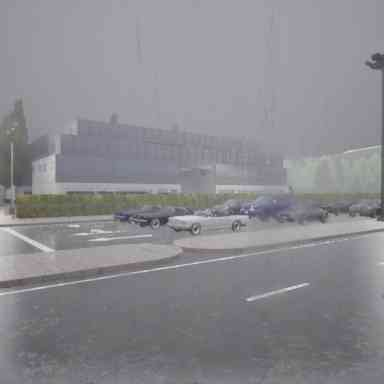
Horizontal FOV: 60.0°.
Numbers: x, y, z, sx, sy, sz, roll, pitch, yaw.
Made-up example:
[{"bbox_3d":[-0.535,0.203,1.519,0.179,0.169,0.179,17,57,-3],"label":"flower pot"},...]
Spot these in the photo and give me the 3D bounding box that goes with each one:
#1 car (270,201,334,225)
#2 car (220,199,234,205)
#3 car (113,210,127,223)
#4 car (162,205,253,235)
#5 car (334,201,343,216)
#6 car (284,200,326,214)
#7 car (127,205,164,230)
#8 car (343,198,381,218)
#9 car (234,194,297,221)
[{"bbox_3d":[7.955,1.564,23.952,4.181,1.385,1.994,0,0,-36],"label":"car"},{"bbox_3d":[3.879,1.352,29.643,4.553,1.767,2.097,0,0,-36],"label":"car"},{"bbox_3d":[-3.317,1.601,24.455,4.718,1.301,1.895,0,0,-36],"label":"car"},{"bbox_3d":[0.936,1.601,18.904,4.718,1.301,1.895,0,0,-36],"label":"car"},{"bbox_3d":[14.565,1.601,33.111,4.718,1.301,1.895,0,0,-36],"label":"car"},{"bbox_3d":[12.189,1.601,35.710,4.718,1.301,1.895,0,0,-36],"label":"car"},{"bbox_3d":[-1.431,1.601,21.511,4.718,1.301,1.895,0,0,-36],"label":"car"},{"bbox_3d":[16.046,1.352,29.859,4.553,1.767,2.097,0,0,-36],"label":"car"},{"bbox_3d":[6.411,1.221,27.158,5.566,2.045,2.150,0,0,-36],"label":"car"}]
